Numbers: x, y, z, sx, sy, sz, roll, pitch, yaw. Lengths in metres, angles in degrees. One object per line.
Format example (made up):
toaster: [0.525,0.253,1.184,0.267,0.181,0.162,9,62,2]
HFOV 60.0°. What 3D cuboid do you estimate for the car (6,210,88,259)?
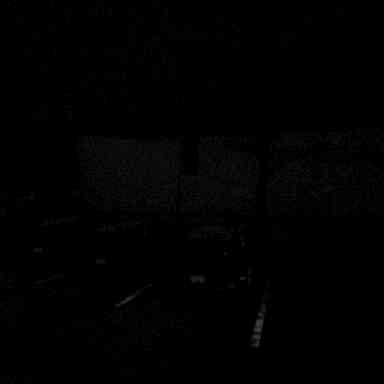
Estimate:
car: [-3.959,1.551,12.445,2.231,1.521,4.892,0,-1,18]

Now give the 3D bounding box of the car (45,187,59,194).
car: [-35.342,-0.321,81.336,4.674,1.452,2.002,1,5,38]

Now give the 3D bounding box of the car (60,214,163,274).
car: [-1.594,1.529,10.672,2.231,1.521,4.892,0,-1,17]

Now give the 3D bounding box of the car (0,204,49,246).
car: [-8.617,1.473,16.088,2.185,1.767,4.553,0,-1,19]

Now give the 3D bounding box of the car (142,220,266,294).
car: [0.790,1.509,8.919,2.231,1.521,4.892,0,-1,17]
